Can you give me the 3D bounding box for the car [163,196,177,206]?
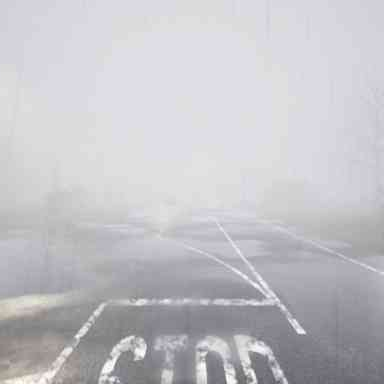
[{"bbox_3d":[-3.432,1.416,52.020,1.882,1.535,5.008,0,0,0],"label":"car"}]
